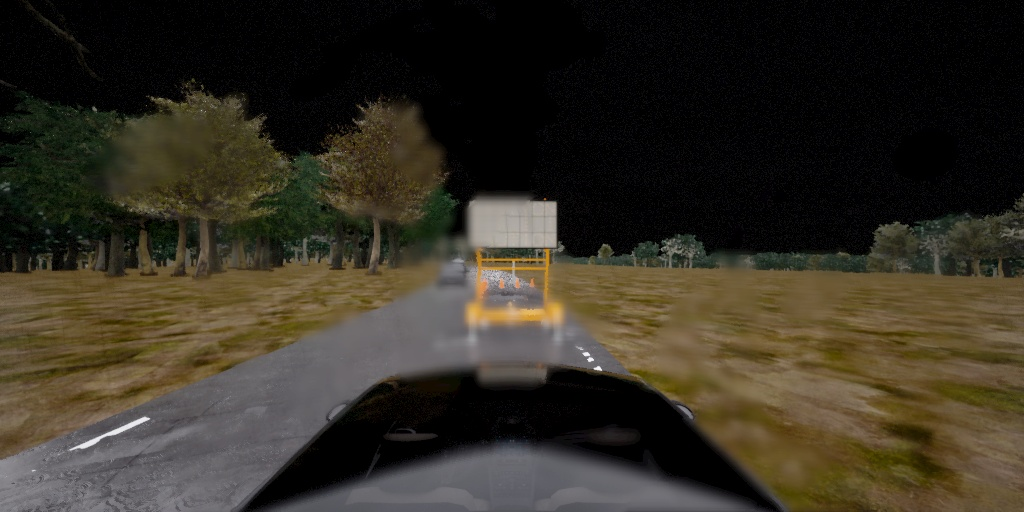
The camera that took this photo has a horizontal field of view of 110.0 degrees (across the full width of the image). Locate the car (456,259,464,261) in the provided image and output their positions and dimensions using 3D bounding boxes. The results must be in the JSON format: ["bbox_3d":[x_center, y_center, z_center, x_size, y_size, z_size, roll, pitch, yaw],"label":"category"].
[{"bbox_3d":[-8.570,1.290,59.441,1.812,1.442,4.674,0,0,-12],"label":"car"}]

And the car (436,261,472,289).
[{"bbox_3d":[-3.704,1.253,23.312,1.837,1.490,4.892,0,0,-4],"label":"car"}]

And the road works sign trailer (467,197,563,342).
[{"bbox_3d":[0.040,0.214,9.796,2.380,3.560,2.880,0,0,-2],"label":"road works sign trailer"}]
